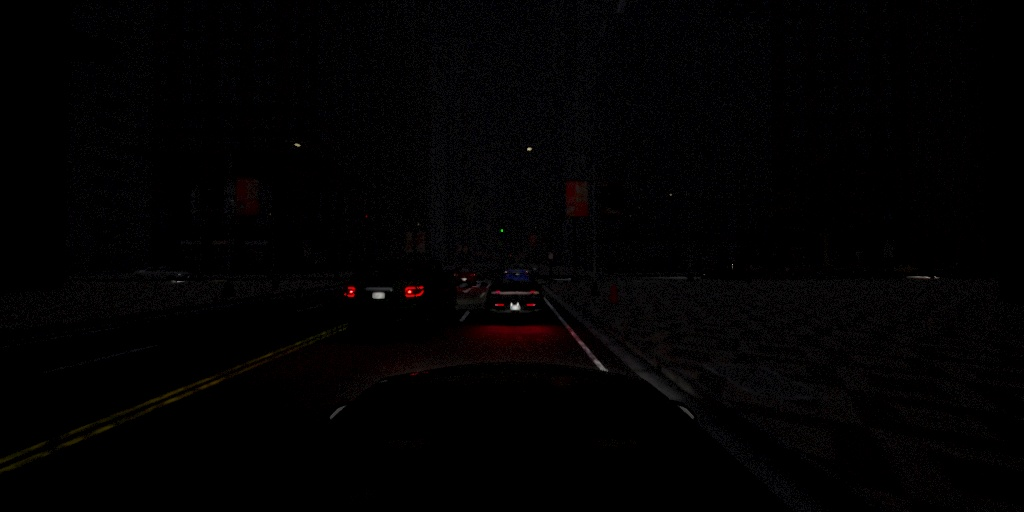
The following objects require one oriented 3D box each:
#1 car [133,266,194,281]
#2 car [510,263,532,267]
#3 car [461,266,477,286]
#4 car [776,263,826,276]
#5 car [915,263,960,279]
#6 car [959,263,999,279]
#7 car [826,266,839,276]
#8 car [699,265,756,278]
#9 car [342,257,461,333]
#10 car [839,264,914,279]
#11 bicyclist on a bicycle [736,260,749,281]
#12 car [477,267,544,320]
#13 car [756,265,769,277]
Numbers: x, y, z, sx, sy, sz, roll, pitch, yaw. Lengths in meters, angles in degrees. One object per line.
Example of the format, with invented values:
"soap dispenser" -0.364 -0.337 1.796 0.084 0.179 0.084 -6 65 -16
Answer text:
"car" -32.612 1.699 33.570 4.674 1.442 1.812 0 -1 0
"car" 0.791 1.320 27.780 2.097 1.767 4.553 0 0 10
"car" -3.868 1.511 28.006 1.812 1.442 4.674 0 0 -11
"car" 32.101 1.477 40.315 4.097 1.591 1.967 0 0 -1
"car" 42.783 1.397 34.591 4.902 1.511 2.128 0 -1 0
"car" 43.505 1.402 31.967 4.507 1.381 1.888 0 0 -1
"car" 37.740 1.606 40.402 4.207 1.307 1.802 0 0 -1
"car" 22.235 1.615 37.415 4.718 1.301 1.895 0 -1 -1
"car" -3.156 1.044 11.190 2.150 2.045 5.566 0 0 0
"car" 32.229 1.448 31.792 4.313 1.339 1.948 0 0 -1
"bicyclist on a bicycle" 18.392 1.169 28.628 0.582 1.620 1.656 0 -1 -1
"car" 0.098 1.330 13.061 2.128 1.511 4.902 0 0 0
"car" 26.463 1.634 40.227 4.207 1.307 1.802 0 0 -1
